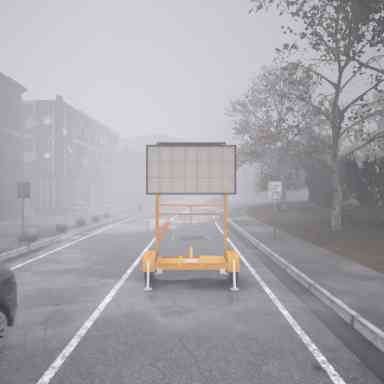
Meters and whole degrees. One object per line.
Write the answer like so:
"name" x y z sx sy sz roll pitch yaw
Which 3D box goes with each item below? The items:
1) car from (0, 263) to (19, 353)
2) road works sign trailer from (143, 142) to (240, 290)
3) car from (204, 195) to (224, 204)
"car" -3.496 1.492 2.983 2.128 1.511 4.902 0 0 0
"road works sign trailer" -0.022 0.467 9.028 2.380 3.560 2.880 0 0 0
"car" 4.050 1.396 60.387 2.128 1.511 4.902 -1 0 36
